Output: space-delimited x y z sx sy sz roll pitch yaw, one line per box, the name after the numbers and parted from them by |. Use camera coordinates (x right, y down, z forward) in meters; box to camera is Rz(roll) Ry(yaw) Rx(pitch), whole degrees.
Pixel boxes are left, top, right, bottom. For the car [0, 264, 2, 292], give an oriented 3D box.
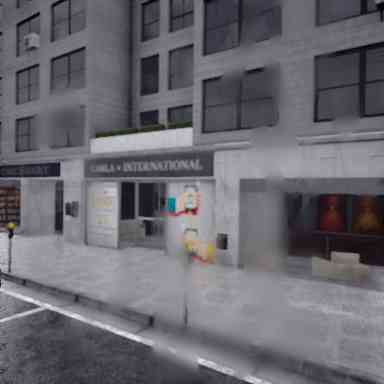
-5.638 1.509 6.929 4.403 1.369 2.008 0 1 35 | car
